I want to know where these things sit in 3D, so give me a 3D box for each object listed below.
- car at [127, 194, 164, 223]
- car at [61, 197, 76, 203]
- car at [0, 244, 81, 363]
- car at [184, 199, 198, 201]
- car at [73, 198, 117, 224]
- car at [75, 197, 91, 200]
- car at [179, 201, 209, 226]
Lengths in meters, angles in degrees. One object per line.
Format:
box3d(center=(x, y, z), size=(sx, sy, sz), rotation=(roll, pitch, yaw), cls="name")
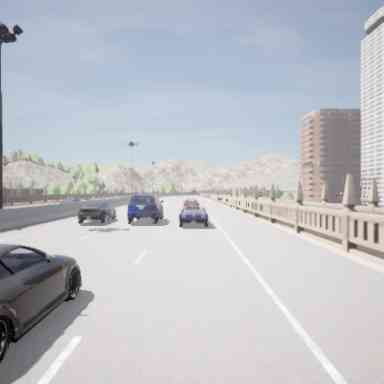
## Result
box3d(center=(-3.398, 1.172, 24.894), size=(2.150, 2.045, 5.566), rotation=(0, 0, 0), cls="car")
box3d(center=(-17.976, 1.448, 49.916), size=(2.033, 1.411, 5.357), rotation=(0, 0, -2), cls="car")
box3d(center=(-3.397, 1.553, 5.599), size=(1.994, 1.385, 4.181), rotation=(0, 0, 0), cls="car")
box3d(center=(-0.112, 1.484, 40.174), size=(1.994, 1.385, 4.181), rotation=(0, 0, -1), cls="car")
box3d(center=(-6.899, 1.456, 24.573), size=(1.837, 1.490, 4.892), rotation=(0, 0, 0), cls="car")
box3d(center=(-14.395, 1.508, 46.794), size=(1.895, 1.301, 4.718), rotation=(0, 0, -1), cls="car")
box3d(center=(0.106, 1.555, 22.751), size=(1.895, 1.301, 4.718), rotation=(0, 0, 0), cls="car")
